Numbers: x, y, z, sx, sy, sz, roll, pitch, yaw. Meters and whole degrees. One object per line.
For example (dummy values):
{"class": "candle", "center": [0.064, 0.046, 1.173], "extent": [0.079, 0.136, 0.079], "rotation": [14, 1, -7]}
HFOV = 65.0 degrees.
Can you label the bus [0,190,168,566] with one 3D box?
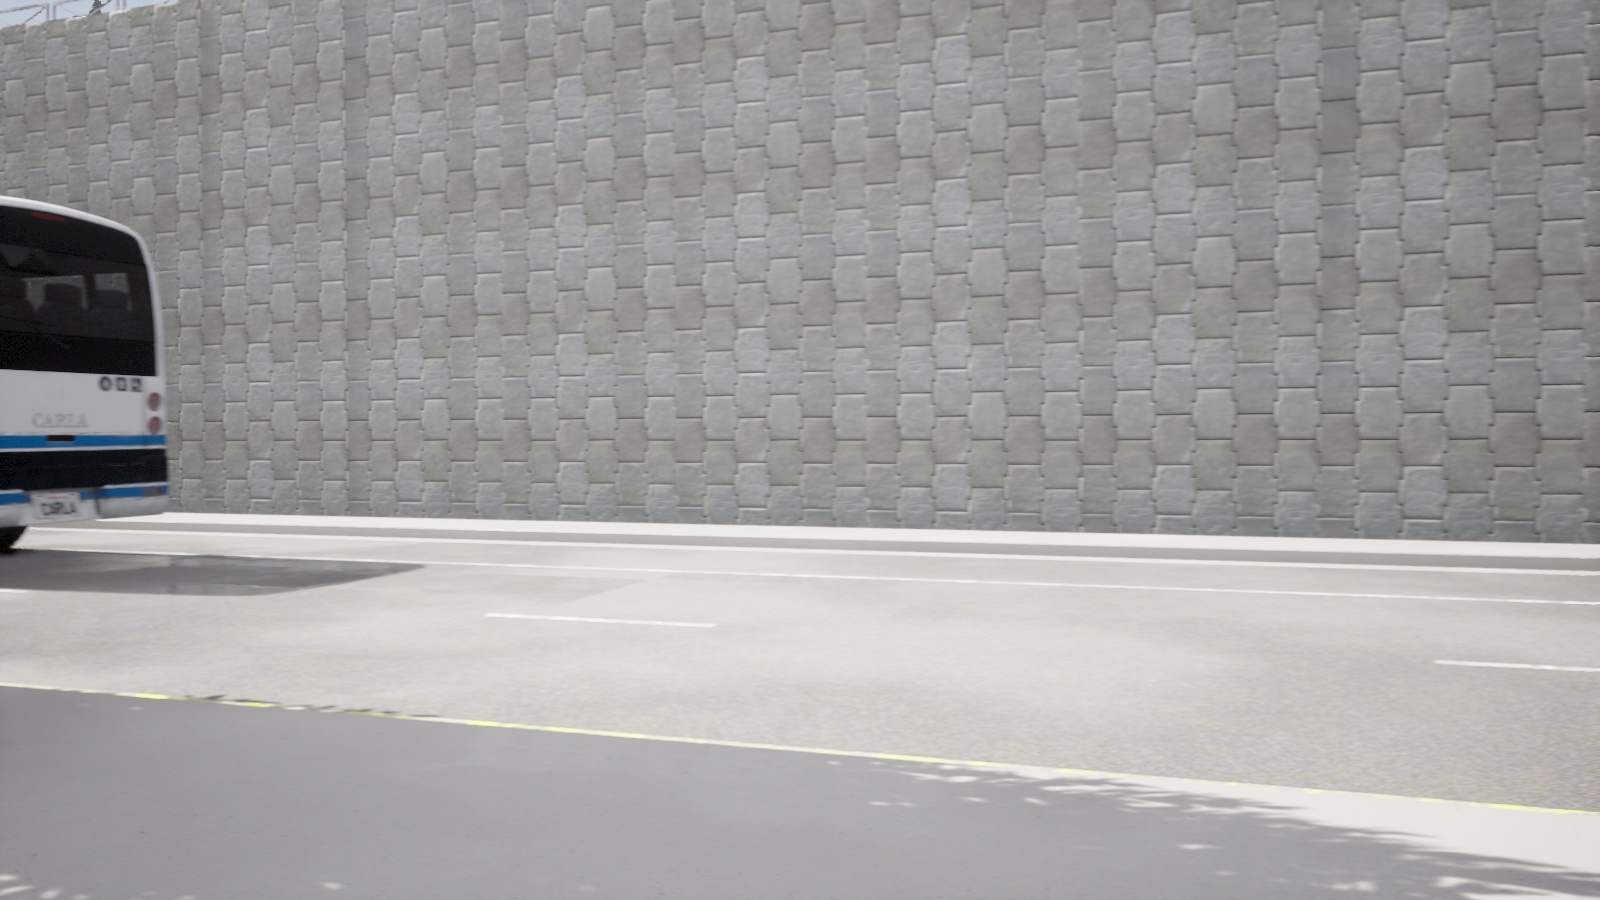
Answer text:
{"class": "bus", "center": [-13.798, -0.862, 16.255], "extent": [10.273, 4.253, 3.944], "rotation": [1, 1, 19]}
